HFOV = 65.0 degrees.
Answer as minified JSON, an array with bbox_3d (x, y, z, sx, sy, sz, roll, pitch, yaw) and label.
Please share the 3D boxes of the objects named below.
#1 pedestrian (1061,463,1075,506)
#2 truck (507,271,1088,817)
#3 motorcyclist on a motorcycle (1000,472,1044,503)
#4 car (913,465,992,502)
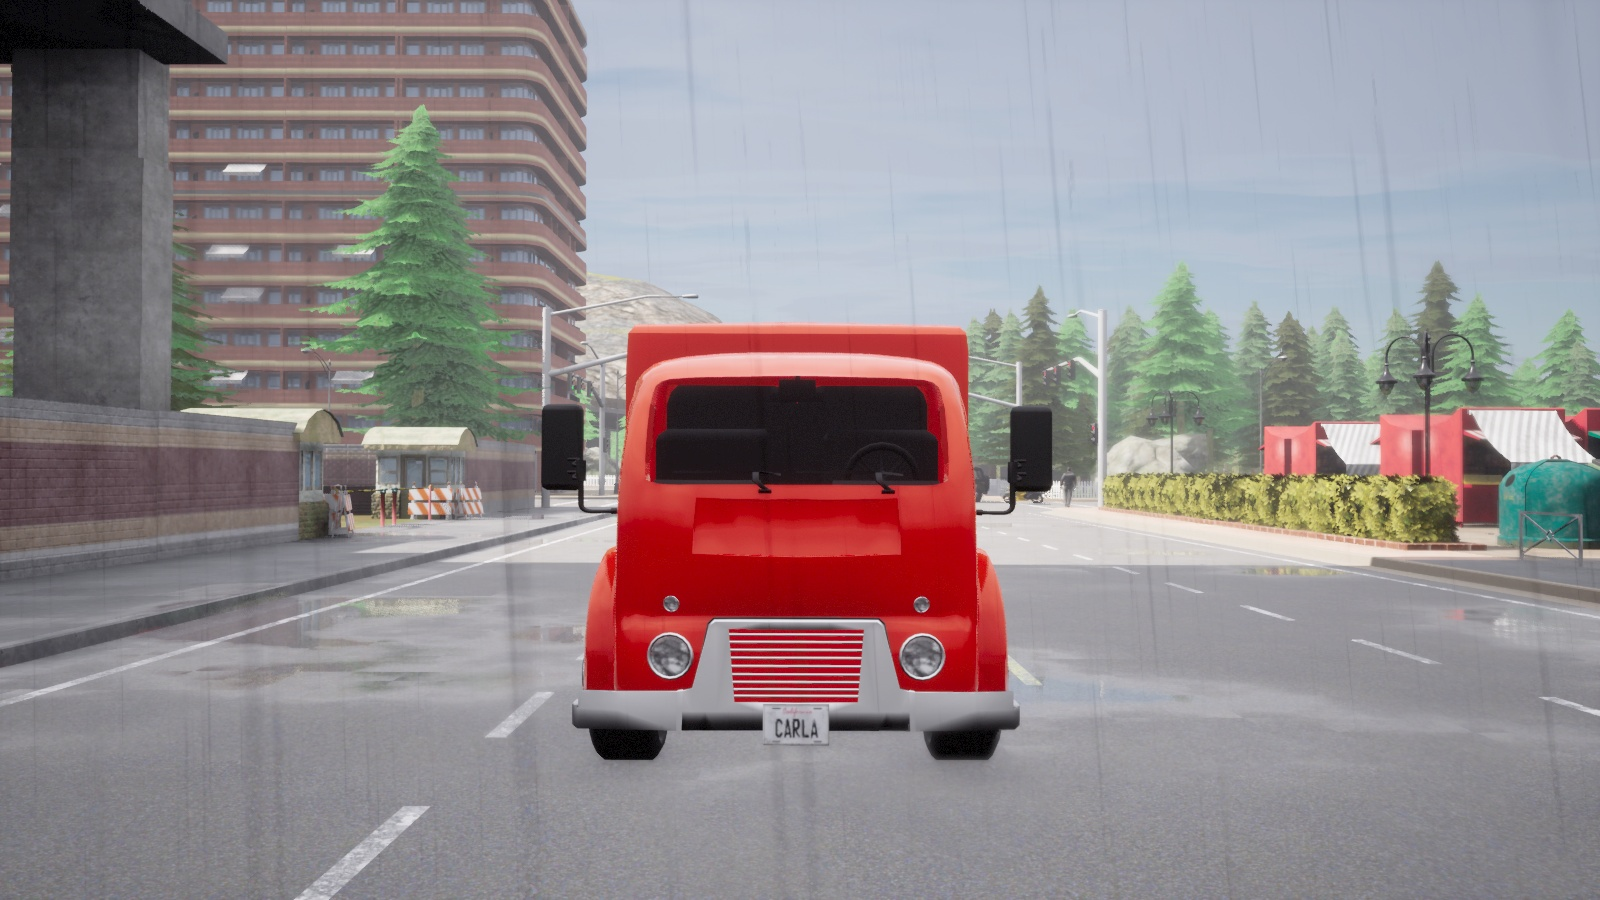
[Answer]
[{"bbox_3d":[11.854,1.521,55.516,0.563,1.883,0.849,0,-1,10],"label":"pedestrian"},{"bbox_3d":[-0.022,0.467,8.307,2.627,2.467,5.204,0,-1,0],"label":"truck"},{"bbox_3d":[10.934,1.836,61.918,2.044,1.523,0.797,1,-1,0],"label":"motorcyclist on a motorcycle"},{"bbox_3d":[7.900,1.715,65.437,3.866,1.878,1.905,0,-1,0],"label":"car"}]
